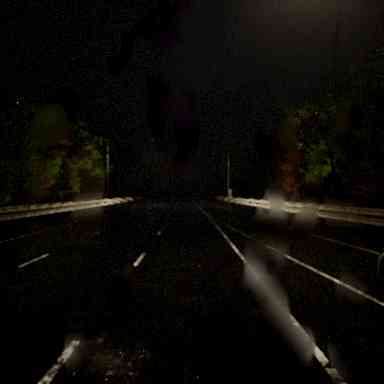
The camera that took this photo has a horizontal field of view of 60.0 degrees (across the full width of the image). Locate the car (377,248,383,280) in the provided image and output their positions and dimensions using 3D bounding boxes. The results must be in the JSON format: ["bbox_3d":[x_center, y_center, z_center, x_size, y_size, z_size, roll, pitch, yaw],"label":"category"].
[{"bbox_3d":[5.664,1.332,6.198,2.097,1.767,4.553,0,0,-6],"label":"car"}]
